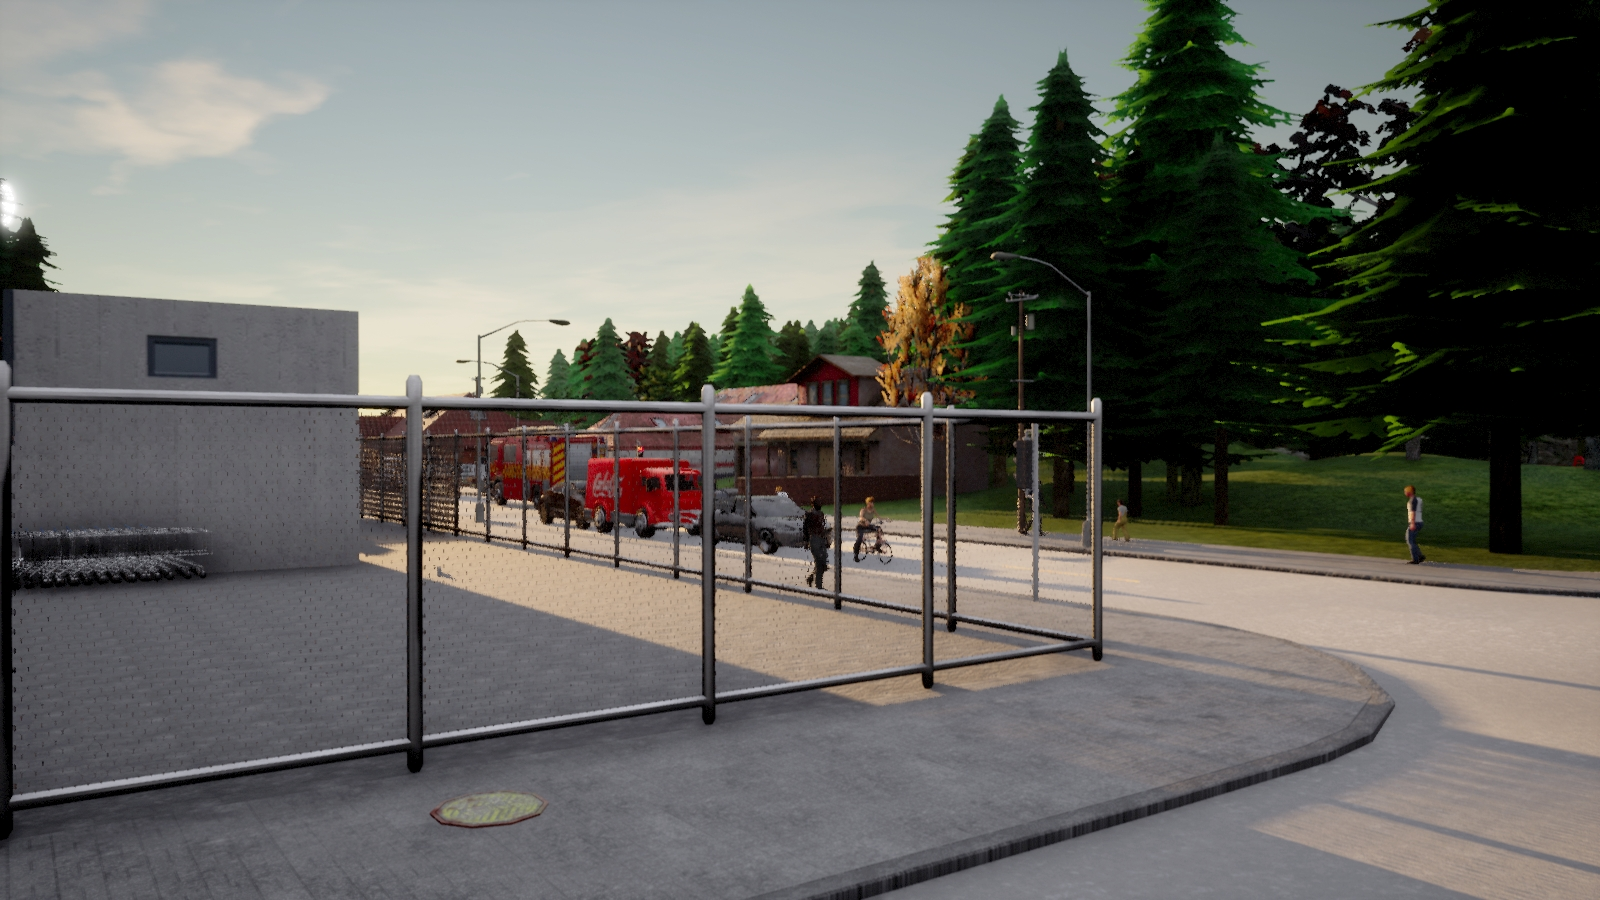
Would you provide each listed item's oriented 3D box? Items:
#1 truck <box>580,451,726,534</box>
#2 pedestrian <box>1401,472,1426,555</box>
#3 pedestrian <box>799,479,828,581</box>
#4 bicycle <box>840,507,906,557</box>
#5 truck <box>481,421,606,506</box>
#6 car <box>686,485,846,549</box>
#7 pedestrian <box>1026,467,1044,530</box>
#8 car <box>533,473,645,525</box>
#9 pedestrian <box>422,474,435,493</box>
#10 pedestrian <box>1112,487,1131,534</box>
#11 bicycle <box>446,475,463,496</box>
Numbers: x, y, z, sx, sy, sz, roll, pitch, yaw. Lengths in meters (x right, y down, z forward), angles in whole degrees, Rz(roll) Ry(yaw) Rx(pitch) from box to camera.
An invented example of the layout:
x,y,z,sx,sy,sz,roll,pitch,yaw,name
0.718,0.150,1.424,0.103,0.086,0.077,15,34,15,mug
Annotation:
x,y,z,sx,sy,sz,roll,pitch,yaw,name
-4.912,1.284,37.382,2.627,2.467,5.204,0,1,-35,truck
13.958,1.442,25.982,0.375,1.860,0.375,0,0,-38,pedestrian
0.243,1.475,21.172,0.375,1.860,0.375,0,0,-44,pedestrian
1.772,1.981,27.809,0.859,1.080,1.487,0,0,-35,bicycle
-12.548,0.602,55.255,2.891,3.827,8.468,0,0,-35,truck
-1.030,1.787,31.811,2.163,1.488,4.792,0,0,-35,car
7.065,1.445,34.358,0.375,1.860,0.375,0,0,-41,pedestrian
-7.757,1.719,41.537,2.152,1.651,5.027,0,0,-34,car
-21.512,1.944,66.197,0.500,1.100,0.500,0,0,16,pedestrian
9.165,1.724,32.577,0.375,1.300,0.375,0,0,-33,pedestrian
-19.317,1.970,63.873,0.859,1.080,1.487,0,0,-19,bicycle
